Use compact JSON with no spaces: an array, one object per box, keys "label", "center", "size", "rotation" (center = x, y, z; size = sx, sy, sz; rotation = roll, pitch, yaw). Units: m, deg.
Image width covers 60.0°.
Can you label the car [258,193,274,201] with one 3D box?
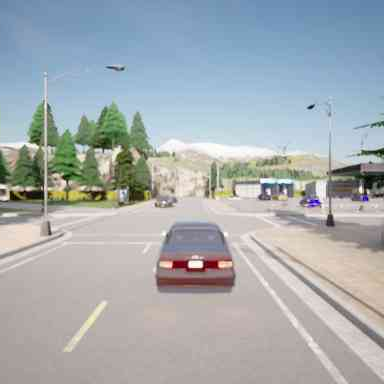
[{"label":"car","center":[14.254,0.951,65.657],"size":[2.007,1.523,4.514],"rotation":[0,0,0]}]

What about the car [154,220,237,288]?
[{"label":"car","center":[0.084,1.492,9.195],"size":[2.033,1.411,5.357],"rotation":[0,0,0]}]

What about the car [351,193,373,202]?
[{"label":"car","center":[29.155,0.977,57.876],"size":[1.845,1.501,3.633],"rotation":[0,0,0]}]

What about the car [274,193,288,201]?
[{"label":"car","center":[17.391,0.942,65.676],"size":[2.152,1.636,5.027],"rotation":[0,0,0]}]

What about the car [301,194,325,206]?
[{"label":"car","center":[17.046,1.106,47.013],"size":[1.970,1.475,3.806],"rotation":[0,0,0]}]

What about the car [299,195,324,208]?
[{"label":"car","center":[13.987,1.139,39.625],"size":[1.845,1.501,3.633],"rotation":[0,0,0]}]

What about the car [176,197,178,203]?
[{"label":"car","center":[-3.514,1.226,57.224],"size":[1.994,1.385,4.181],"rotation":[0,0,1]}]

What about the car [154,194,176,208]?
[{"label":"car","center":[-3.554,1.101,42.383],"size":[2.097,1.767,4.553],"rotation":[0,0,0]}]
